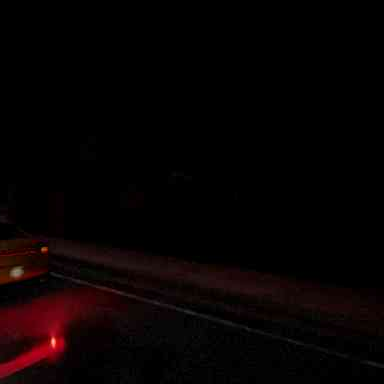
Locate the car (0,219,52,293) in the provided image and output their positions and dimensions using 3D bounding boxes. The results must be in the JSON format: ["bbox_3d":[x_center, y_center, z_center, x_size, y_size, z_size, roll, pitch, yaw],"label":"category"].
[{"bbox_3d":[-5.311,1.333,7.780,5.008,1.535,1.882,1,1,36],"label":"car"}]
